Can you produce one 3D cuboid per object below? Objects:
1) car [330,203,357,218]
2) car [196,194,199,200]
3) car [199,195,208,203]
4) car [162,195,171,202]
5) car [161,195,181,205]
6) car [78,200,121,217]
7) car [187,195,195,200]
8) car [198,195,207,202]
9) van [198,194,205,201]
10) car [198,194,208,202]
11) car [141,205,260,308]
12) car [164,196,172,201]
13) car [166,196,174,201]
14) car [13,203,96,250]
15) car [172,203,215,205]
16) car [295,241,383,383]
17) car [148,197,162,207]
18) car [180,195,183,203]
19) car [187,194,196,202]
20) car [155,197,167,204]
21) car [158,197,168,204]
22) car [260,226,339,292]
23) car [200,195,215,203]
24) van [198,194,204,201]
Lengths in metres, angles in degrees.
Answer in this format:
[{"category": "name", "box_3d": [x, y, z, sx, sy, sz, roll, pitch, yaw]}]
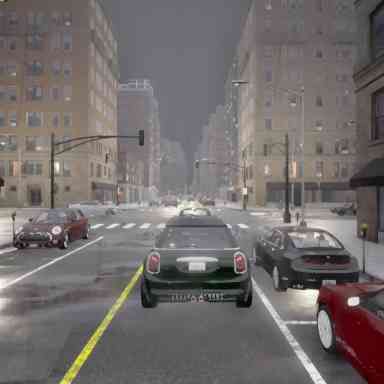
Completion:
[{"category": "car", "box_3d": [15.309, 1.670, 30.351, 4.718, 1.301, 1.895, 0, 0, 0]}, {"category": "car", "box_3d": [2.559, 1.399, 69.148, 2.192, 1.841, 5.009, 0, 0, 0]}, {"category": "car", "box_3d": [2.520, 1.541, 74.656, 1.967, 1.590, 4.097, 0, 0, 0]}, {"category": "car", "box_3d": [-6.043, 1.559, 80.111, 1.967, 1.590, 4.097, 0, 0, 0]}, {"category": "car", "box_3d": [-3.073, 1.588, 50.245, 2.033, 1.411, 5.357, 0, 0, -1]}, {"category": "car", "box_3d": [-8.822, 1.489, 30.272, 4.674, 1.442, 1.812, 0, 0, 0]}, {"category": "car", "box_3d": [-0.259, 1.543, 90.105, 1.994, 1.385, 4.181, 0, 0, 0]}, {"category": "car", "box_3d": [2.482, 1.559, 80.162, 1.967, 1.590, 4.097, 0, 0, 0]}, {"category": "van", "box_3d": [2.444, 1.481, 85.670, 1.690, 1.788, 3.998, 0, 0, 0]}, {"category": "car", "box_3d": [2.595, 1.595, 63.811, 1.752, 1.417, 4.829, 0, 0, 0]}, {"category": "car", "box_3d": [0.069, 1.355, 8.097, 2.097, 1.767, 4.553, 0, 0, -1]}, {"category": "car", "box_3d": [-6.082, 1.721, 85.619, 1.802, 1.307, 4.206, 0, 0, 0]}, {"category": "car", "box_3d": [-6.121, 1.727, 91.127, 1.947, 1.339, 4.313, 0, 0, 0]}, {"category": "car", "box_3d": [-5.815, 1.445, 14.209, 1.967, 1.590, 4.097, 0, 0, 0]}, {"category": "car", "box_3d": [0.137, 1.497, 15.400, 2.128, 1.511, 4.902, 0, 0, 0]}, {"category": "car", "box_3d": [2.683, 1.545, 3.209, 1.887, 1.381, 4.507, 0, 0, 0]}, {"category": "car", "box_3d": [-5.852, 1.595, 52.571, 2.008, 1.369, 4.403, 0, 0, 0]}, {"category": "car", "box_3d": [-3.125, 1.661, 60.063, 1.895, 1.301, 4.718, 0, 0, 0]}, {"category": "car", "box_3d": [-0.189, 1.706, 80.130, 1.895, 1.301, 4.718, 0, 0, 0]}, {"category": "car", "box_3d": [-5.929, 1.613, 63.587, 1.887, 1.381, 4.507, 0, 0, 0]}, {"category": "car", "box_3d": [-5.968, 1.665, 69.095, 1.802, 1.307, 4.206, 0, 0, 0]}, {"category": "car", "box_3d": [2.697, 1.553, 8.700, 2.008, 1.369, 4.403, 0, 0, 0]}, {"category": "car", "box_3d": [2.673, 1.590, 52.627, 1.887, 1.381, 4.507, 0, 0, 0]}, {"category": "van", "box_3d": [2.405, 1.504, 91.176, 1.690, 1.788, 3.998, 0, 0, 0]}]
